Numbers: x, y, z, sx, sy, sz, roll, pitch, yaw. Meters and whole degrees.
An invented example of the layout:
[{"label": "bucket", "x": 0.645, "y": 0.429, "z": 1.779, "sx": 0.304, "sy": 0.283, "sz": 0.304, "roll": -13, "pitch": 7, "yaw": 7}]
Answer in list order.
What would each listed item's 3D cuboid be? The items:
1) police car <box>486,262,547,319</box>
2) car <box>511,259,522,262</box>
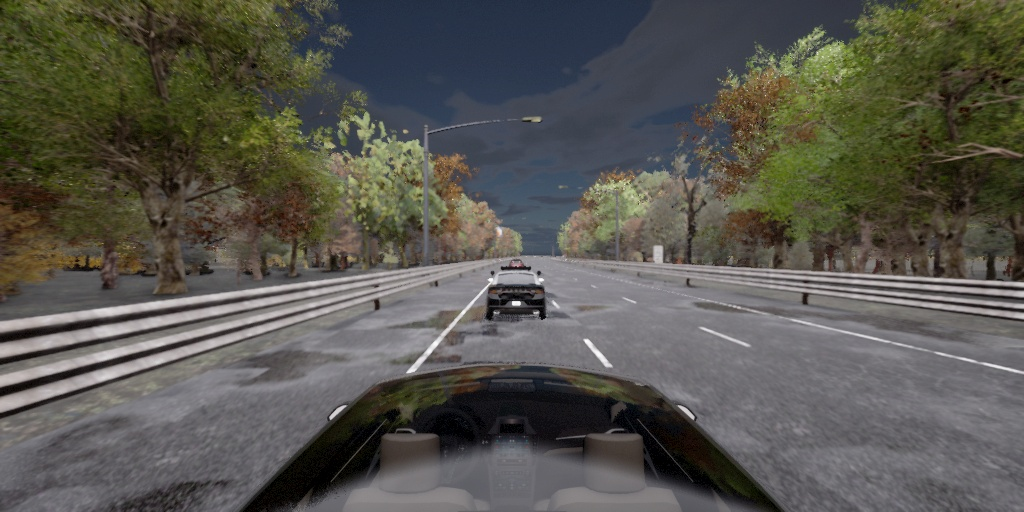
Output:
[{"label": "police car", "x": 0.140, "y": 1.175, "z": 13.022, "sx": 1.930, "sy": 1.638, "sz": 5.238, "roll": 0, "pitch": 0, "yaw": 0}, {"label": "car", "x": 0.565, "y": 1.179, "z": 44.753, "sx": 2.033, "sy": 1.649, "sz": 4.856, "roll": 0, "pitch": 0, "yaw": 1}]
